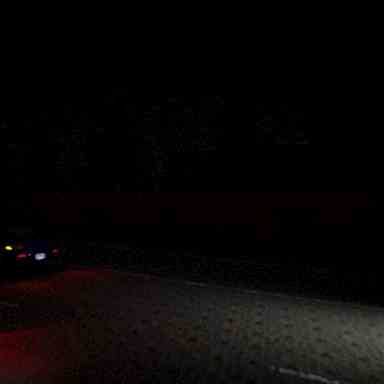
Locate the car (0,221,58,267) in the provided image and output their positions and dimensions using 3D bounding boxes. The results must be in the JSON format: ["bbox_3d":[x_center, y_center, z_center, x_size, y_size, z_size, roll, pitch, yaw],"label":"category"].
[{"bbox_3d":[-6.283,1.646,10.610,4.674,1.442,1.812,0,-1,30],"label":"car"}]

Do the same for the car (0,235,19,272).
[{"bbox_3d":[-5.706,1.548,6.243,4.892,1.490,1.837,0,-1,29],"label":"car"}]
